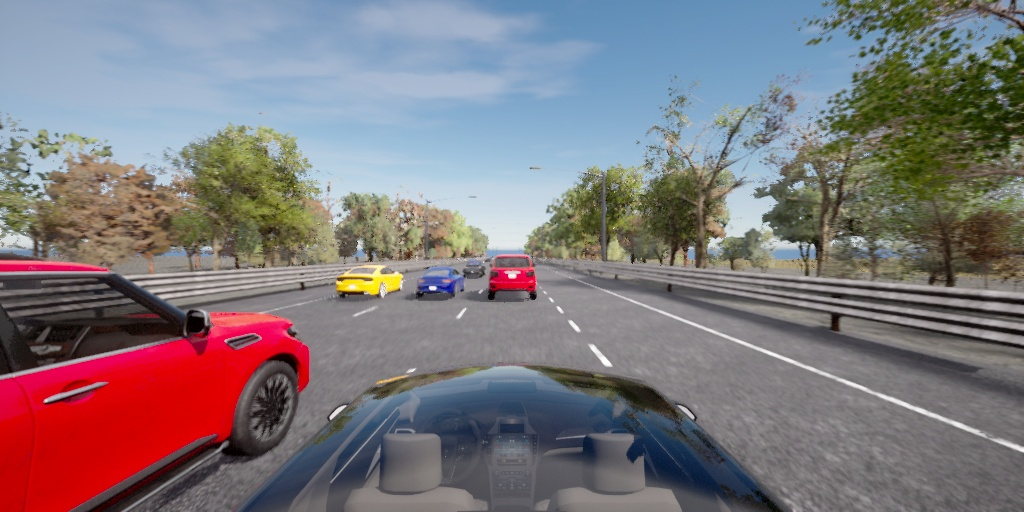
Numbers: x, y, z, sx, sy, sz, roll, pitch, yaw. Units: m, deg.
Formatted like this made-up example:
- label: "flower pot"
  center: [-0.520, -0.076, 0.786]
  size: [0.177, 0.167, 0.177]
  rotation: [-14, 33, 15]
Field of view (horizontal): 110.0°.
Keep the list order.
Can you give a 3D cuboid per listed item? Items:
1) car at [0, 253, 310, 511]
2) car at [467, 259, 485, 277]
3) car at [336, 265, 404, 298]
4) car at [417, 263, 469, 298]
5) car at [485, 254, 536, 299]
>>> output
- label: "car"
  center: [-3.501, 0.974, 1.928]
  size: [2.150, 2.045, 5.566]
  rotation: [0, 0, 0]
- label: "car"
  center: [-3.462, 1.196, 33.749]
  size: [2.128, 1.511, 4.902]
  rotation: [0, 0, 0]
- label: "car"
  center: [-6.981, 1.203, 18.156]
  size: [1.882, 1.535, 5.008]
  rotation: [0, 0, 0]
- label: "car"
  center: [-3.484, 1.249, 18.080]
  size: [1.812, 1.442, 4.674]
  rotation: [0, 0, 0]
- label: "car"
  center: [0.019, 0.943, 18.064]
  size: [2.150, 2.045, 5.566]
  rotation: [0, 0, 0]
